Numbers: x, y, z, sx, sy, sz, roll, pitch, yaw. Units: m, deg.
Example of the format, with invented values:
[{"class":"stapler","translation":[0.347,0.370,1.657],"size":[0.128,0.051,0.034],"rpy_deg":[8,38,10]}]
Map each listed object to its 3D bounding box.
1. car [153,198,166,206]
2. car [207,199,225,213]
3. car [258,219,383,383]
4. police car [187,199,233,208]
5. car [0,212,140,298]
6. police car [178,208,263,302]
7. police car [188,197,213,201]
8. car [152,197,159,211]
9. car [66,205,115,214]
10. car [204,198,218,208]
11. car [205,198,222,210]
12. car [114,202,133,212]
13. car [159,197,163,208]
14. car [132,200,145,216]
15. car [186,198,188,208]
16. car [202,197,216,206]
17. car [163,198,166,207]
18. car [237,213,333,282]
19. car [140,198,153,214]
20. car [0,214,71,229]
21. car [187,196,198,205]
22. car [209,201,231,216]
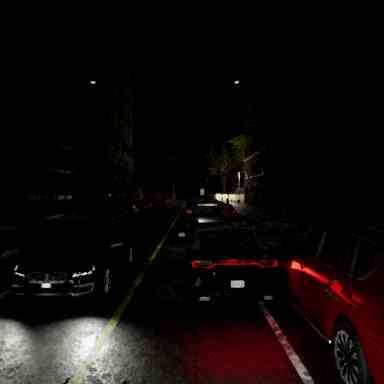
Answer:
[{"class":"car","translation":[-5.266,1.598,54.704],"size":[1.802,1.307,4.206],"rpy_deg":[0,0,0]},{"class":"car","translation":[2.722,1.529,38.302],"size":[1.752,1.417,4.829],"rpy_deg":[0,0,0]},{"class":"car","translation":[2.646,1.315,5.023],"size":[2.192,1.841,5.009],"rpy_deg":[0,0,0]},{"class":"police car","translation":[0.864,1.424,18.504],"size":[1.930,1.638,5.238],"rpy_deg":[0,0,0]},{"class":"car","translation":[-2.732,1.504,8.672],"size":[1.837,1.490,4.892],"rpy_deg":[0,0,0]},{"class":"police car","translation":[0.693,1.425,8.468],"size":[1.930,1.638,5.238],"rpy_deg":[0,0,-3]},{"class":"police car","translation":[0.878,1.424,24.504],"size":[1.930,1.638,5.238],"rpy_deg":[0,0,0]},{"class":"car","translation":[-5.303,1.444,38.147],"size":[1.967,1.590,4.097],"rpy_deg":[0,0,0]},{"class":"car","translation":[-5.354,1.550,16.072],"size":[2.008,1.369,4.403],"rpy_deg":[0,0,0]},{"class":"car","translation":[2.747,1.594,49.168],"size":[1.802,1.307,4.206],"rpy_deg":[0,0,0]},{"class":"car","translation":[2.734,1.552,43.650],"size":[1.887,1.381,4.507],"rpy_deg":[0,0,0]},{"class":"car","translation":[-5.341,1.544,21.591],"size":[1.887,1.381,4.507],"rpy_deg":[0,0,0]},{"class":"car","translation":[-5.291,1.533,43.496],"size":[1.752,1.417,4.829],"rpy_deg":[0,0,0]},{"class":"car","translation":[-5.328,1.566,27.110],"size":[1.947,1.339,4.313],"rpy_deg":[0,0,0]},{"class":"car","translation":[0.105,1.610,45.606],"size":[1.895,1.301,4.718],"rpy_deg":[0,0,0]},{"class":"car","translation":[2.759,1.582,54.687],"size":[1.947,1.339,4.313],"rpy_deg":[0,0,0]},{"class":"car","translation":[-5.278,1.452,49.185],"size":[1.967,1.590,4.097],"rpy_deg":[0,0,0]},{"class":"car","translation":[2.655,1.525,10.709],"size":[1.752,1.417,4.829],"rpy_deg":[0,0,0]},{"class":"car","translation":[-5.316,1.552,32.628],"size":[2.008,1.369,4.403],"rpy_deg":[0,0,0]},{"class":"car","translation":[-5.366,1.581,10.553],"size":[1.802,1.307,4.206],"rpy_deg":[0,0,0]},{"class":"car","translation":[0.134,1.546,59.766],"size":[1.812,1.442,4.674],"rpy_deg":[0,0,0]},{"class":"car","translation":[2.709,1.583,32.613],"size":[1.802,1.307,4.206],"rpy_deg":[0,0,0]}]
